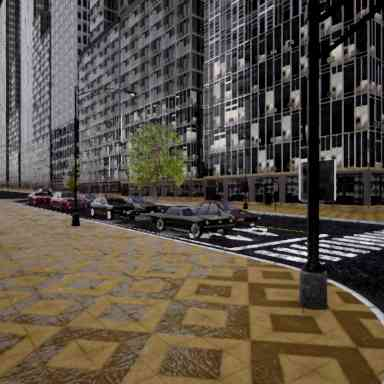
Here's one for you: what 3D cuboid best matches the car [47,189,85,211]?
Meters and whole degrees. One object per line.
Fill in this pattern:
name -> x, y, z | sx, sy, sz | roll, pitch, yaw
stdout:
car -> -11.794, 0.774, 31.484 | 2.097, 1.767, 4.553 | 0, 1, -38

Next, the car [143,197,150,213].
car -> -4.636, 1.102, 27.625 | 2.033, 1.411, 5.357 | 0, 1, -37

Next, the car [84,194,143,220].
car -> -5.678, 1.108, 23.683 | 1.837, 1.490, 4.892 | 0, 1, -38

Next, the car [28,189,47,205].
car -> -18.103, 0.711, 39.606 | 1.882, 1.535, 5.008 | 0, 1, -37

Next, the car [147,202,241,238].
car -> -0.088, 1.370, 16.572 | 1.895, 1.301, 4.718 | 0, 1, -38

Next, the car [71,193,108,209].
car -> -11.140, 0.909, 35.924 | 2.033, 1.411, 5.357 | 0, 1, -38

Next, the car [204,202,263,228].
car -> 1.636, 1.287, 19.691 | 2.033, 1.411, 5.357 | 0, 1, -36
